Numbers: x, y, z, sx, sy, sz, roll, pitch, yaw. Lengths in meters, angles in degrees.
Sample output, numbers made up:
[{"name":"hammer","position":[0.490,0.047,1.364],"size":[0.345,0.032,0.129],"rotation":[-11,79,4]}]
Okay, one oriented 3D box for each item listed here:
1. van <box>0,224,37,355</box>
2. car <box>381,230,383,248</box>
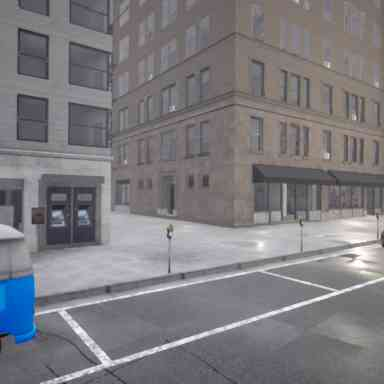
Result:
[{"name":"van","position":[-3.989,1.341,3.905],"size":[3.998,1.788,1.690],"rotation":[0,1,-36]},{"name":"car","position":[9.394,1.579,13.463],"size":[4.313,1.339,1.947],"rotation":[0,1,-36]}]
